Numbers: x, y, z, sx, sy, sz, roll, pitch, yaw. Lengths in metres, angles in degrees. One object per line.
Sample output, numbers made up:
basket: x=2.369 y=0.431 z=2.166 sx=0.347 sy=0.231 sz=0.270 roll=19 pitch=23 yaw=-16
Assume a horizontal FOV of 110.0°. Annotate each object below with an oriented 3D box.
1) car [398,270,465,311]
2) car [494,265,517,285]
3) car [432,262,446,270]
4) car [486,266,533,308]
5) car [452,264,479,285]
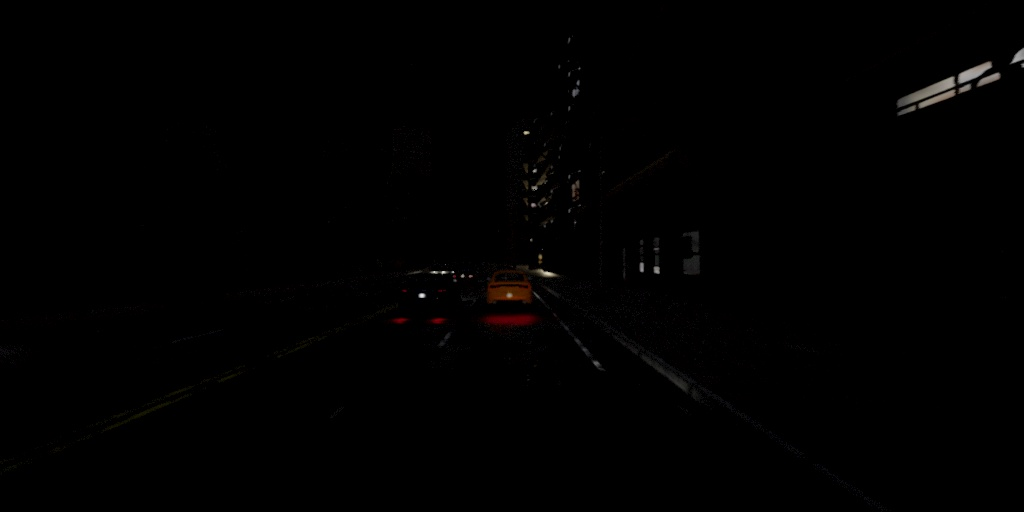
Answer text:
car: x=-3.361 y=1.459 z=15.297 sx=1.994 sy=1.385 sz=4.181 roll=0 pitch=-1 yaw=-1
car: x=-0.610 y=1.588 z=30.992 sx=1.812 sy=1.442 sz=4.674 roll=0 pitch=0 yaw=-2
car: x=-12.484 y=1.864 z=61.250 sx=1.882 sy=1.535 sz=5.008 roll=0 pitch=-1 yaw=-4
car: x=-0.125 y=1.382 z=16.247 sx=1.882 sy=1.535 sz=5.008 roll=0 pitch=0 yaw=-1
car: x=-3.812 y=1.594 z=29.477 sx=2.033 sy=1.411 sz=5.357 roll=0 pitch=-1 yaw=-2
